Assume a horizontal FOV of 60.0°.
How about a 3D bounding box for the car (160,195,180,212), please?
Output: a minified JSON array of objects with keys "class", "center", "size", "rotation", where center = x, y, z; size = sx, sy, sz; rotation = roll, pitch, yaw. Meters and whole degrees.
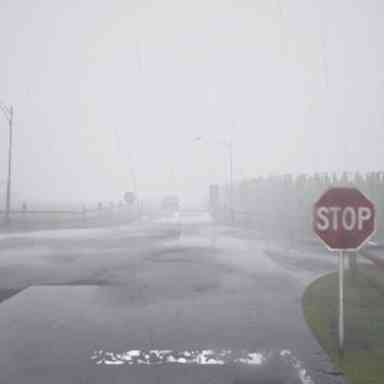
[{"class":"car","center":[-2.738,1.374,42.133],"size":[2.150,2.045,5.566],"rotation":[0,0,0]}]
